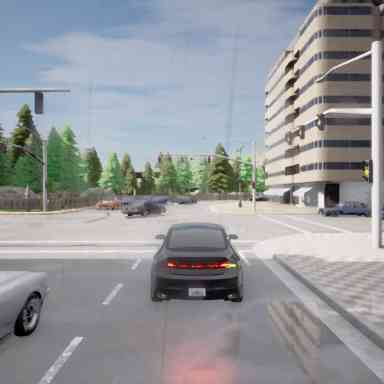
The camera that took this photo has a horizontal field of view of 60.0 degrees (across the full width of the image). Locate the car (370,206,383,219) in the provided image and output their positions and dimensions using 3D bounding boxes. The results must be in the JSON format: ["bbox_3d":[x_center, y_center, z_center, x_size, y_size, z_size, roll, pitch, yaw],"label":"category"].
[{"bbox_3d":[17.705,1.581,27.395,4.674,1.442,1.812,0,0,0],"label":"car"}]

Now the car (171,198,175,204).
[{"bbox_3d":[-2.194,1.477,65.288,1.882,1.535,5.008,0,0,28],"label":"car"}]

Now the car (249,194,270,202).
[{"bbox_3d":[15.203,1.595,74.682,4.718,1.301,1.895,0,0,-33],"label":"car"}]

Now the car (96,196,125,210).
[{"bbox_3d":[-10.394,1.352,41.775,2.097,1.767,4.553,0,0,2],"label":"car"}]

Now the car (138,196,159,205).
[{"bbox_3d":[-7.818,1.504,60.705,1.837,1.490,4.892,0,0,19],"label":"car"}]

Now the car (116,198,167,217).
[{"bbox_3d":[-4.515,1.576,31.709,2.033,1.411,5.357,0,0,24],"label":"car"}]

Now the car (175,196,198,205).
[{"bbox_3d":[-0.555,1.547,60.408,2.033,1.411,5.357,0,0,22],"label":"car"}]

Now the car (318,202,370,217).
[{"bbox_3d":[14.609,1.603,30.905,5.357,1.411,2.033,0,0,0],"label":"car"}]

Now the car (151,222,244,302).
[{"bbox_3d":[0.118,1.505,8.238,1.837,1.490,4.892,0,0,1],"label":"car"}]

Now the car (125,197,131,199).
[{"bbox_3d":[-9.861,1.477,50.986,1.882,1.535,5.008,0,0,7],"label":"car"}]

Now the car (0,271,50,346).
[{"bbox_3d":[-3.425,1.601,3.718,1.895,1.301,4.718,0,0,0],"label":"car"}]

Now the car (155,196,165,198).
[{"bbox_3d":[-5.627,1.477,55.805,1.882,1.535,5.008,0,0,14],"label":"car"}]

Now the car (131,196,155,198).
[{"bbox_3d":[-6.737,1.564,45.999,1.994,1.385,4.181,0,0,0],"label":"car"}]
